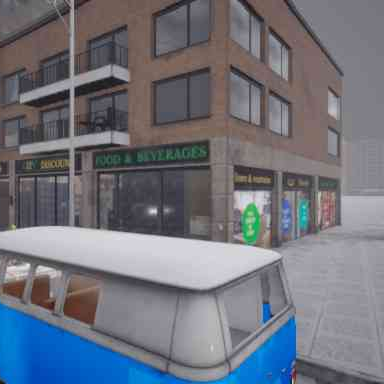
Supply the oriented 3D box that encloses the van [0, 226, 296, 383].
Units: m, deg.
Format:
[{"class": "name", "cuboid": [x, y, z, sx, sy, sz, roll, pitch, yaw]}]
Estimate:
[{"class": "van", "cuboid": [-0.943, 1.341, 3.533, 3.998, 1.788, 1.690, 0, 0, 36]}]
